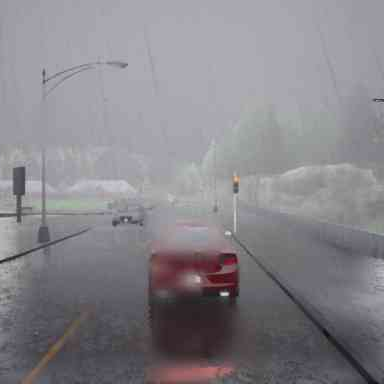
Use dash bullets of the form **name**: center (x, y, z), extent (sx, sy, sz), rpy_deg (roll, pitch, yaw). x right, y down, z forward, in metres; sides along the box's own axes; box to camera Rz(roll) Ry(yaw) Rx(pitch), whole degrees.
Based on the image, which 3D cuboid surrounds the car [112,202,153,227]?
- **car**: center (-4.119, 1.563, 22.770), extent (1.994, 1.385, 4.181), rpy_deg (0, 0, 0)

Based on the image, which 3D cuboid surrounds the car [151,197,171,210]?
- **car**: center (-4.137, 1.564, 41.803), extent (1.994, 1.385, 4.181), rpy_deg (0, 0, 0)

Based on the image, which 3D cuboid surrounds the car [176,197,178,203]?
- **car**: center (-4.062, 1.524, 72.096), extent (1.812, 1.442, 4.674), rpy_deg (0, 0, 0)

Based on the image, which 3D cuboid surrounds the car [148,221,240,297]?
- **car**: center (0.052, 1.478, 8.630), extent (1.882, 1.535, 5.008), rpy_deg (0, 0, 0)

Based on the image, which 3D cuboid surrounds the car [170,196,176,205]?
- **car**: center (-4.134, 1.526, 56.973), extent (1.812, 1.442, 4.674), rpy_deg (0, 0, 0)
